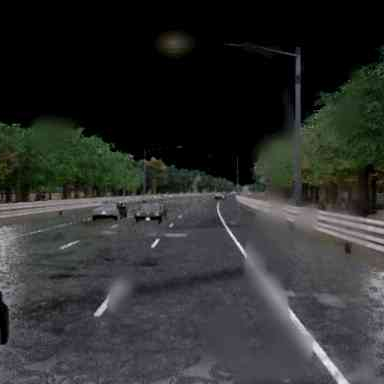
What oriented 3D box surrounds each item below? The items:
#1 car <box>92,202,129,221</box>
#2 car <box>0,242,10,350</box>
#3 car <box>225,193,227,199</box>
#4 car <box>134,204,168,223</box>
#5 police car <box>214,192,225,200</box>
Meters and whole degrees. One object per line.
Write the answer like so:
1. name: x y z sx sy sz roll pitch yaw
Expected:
1. car: -6.285 1.456 26.052 1.994 1.385 4.181 0 0 2
2. car: -3.367 1.478 2.520 2.128 1.511 4.902 0 0 0
3. car: 7.849 1.208 90.815 1.801 1.575 5.366 0 0 8
4. car: -2.861 1.501 24.423 1.895 1.301 4.718 0 0 2
5. police car: 6.469 1.190 80.985 1.930 1.638 5.238 0 0 8
